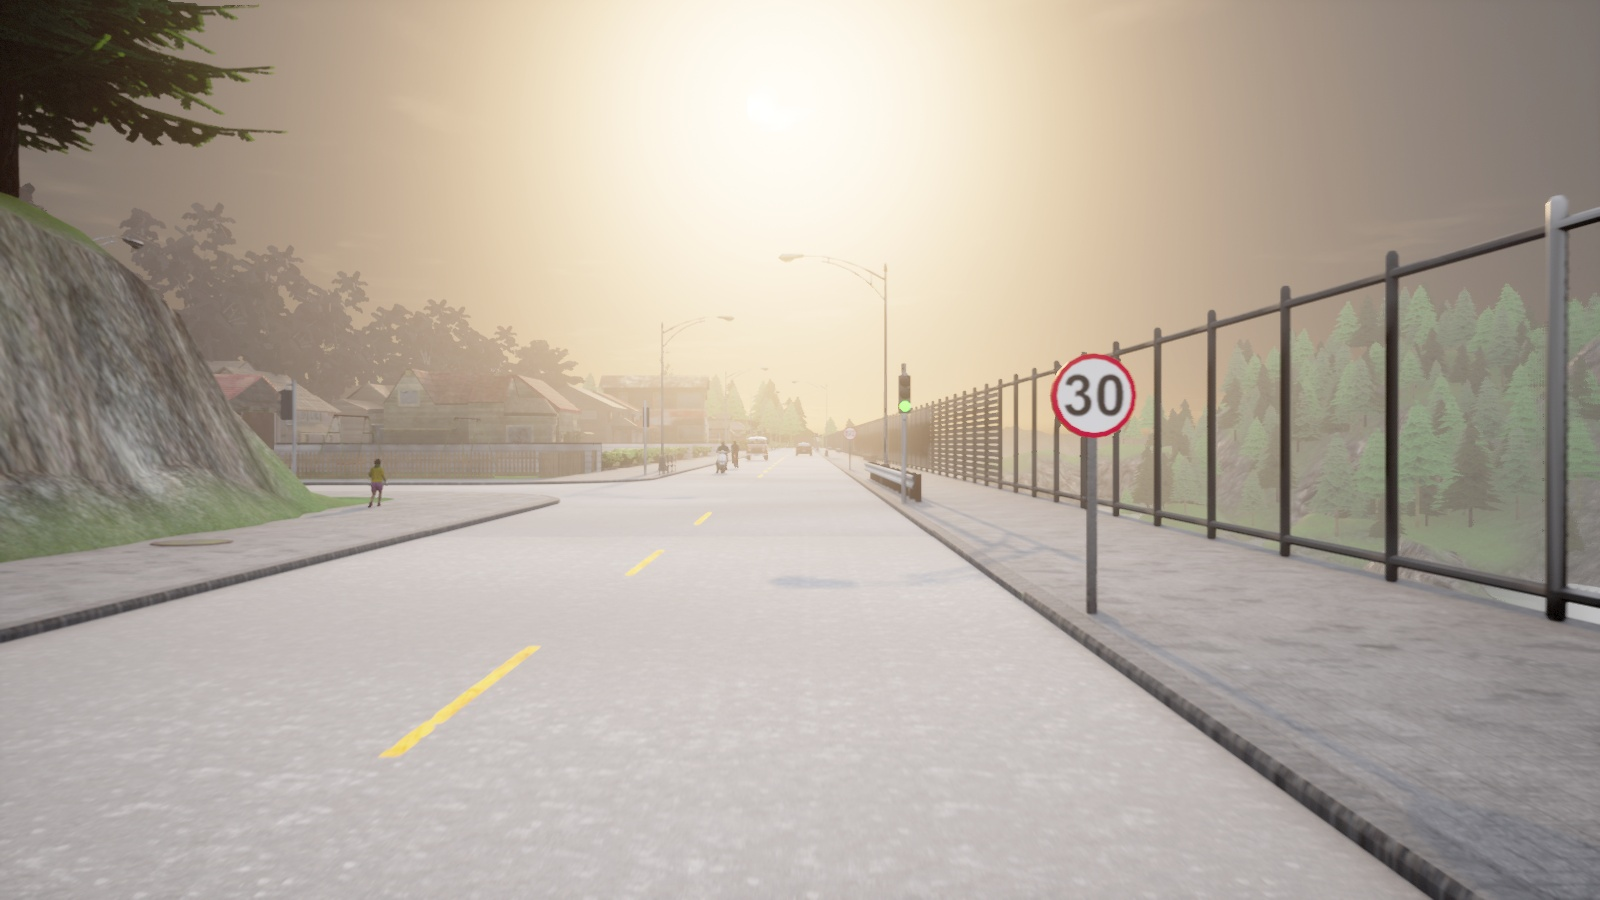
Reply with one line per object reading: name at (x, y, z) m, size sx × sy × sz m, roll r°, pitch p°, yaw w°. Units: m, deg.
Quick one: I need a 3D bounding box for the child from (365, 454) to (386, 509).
child at (-9.175, 0.676, 27.130) m, size 0.299 × 1.160 × 0.473 m, roll 0°, pitch 0°, yaw 0°

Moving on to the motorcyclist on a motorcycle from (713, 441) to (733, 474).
motorcyclist on a motorcycle at (-3.771, 0.350, 61.634) m, size 0.866 × 1.590 × 1.817 m, roll 0°, pitch 0°, yaw 0°
